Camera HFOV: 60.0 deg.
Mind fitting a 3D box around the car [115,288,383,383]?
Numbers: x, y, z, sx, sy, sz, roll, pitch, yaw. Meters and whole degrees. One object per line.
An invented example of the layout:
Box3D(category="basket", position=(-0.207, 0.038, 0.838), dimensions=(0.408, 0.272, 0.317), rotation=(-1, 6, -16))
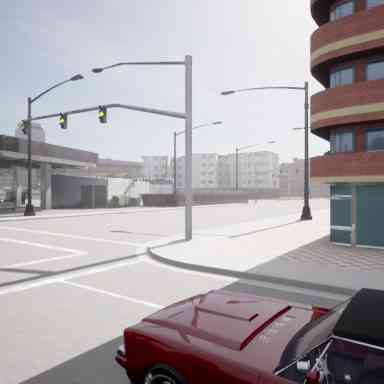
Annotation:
Box3D(category="car", position=(1.528, 1.601, 2.884), dimensions=(4.718, 1.301, 1.895), rotation=(0, 0, 36))

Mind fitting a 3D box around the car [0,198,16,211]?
Box3D(category="car", position=(-22.337, 1.456, 38.835), dimensions=(3.806, 1.475, 1.970), rotation=(0, 0, 36))
